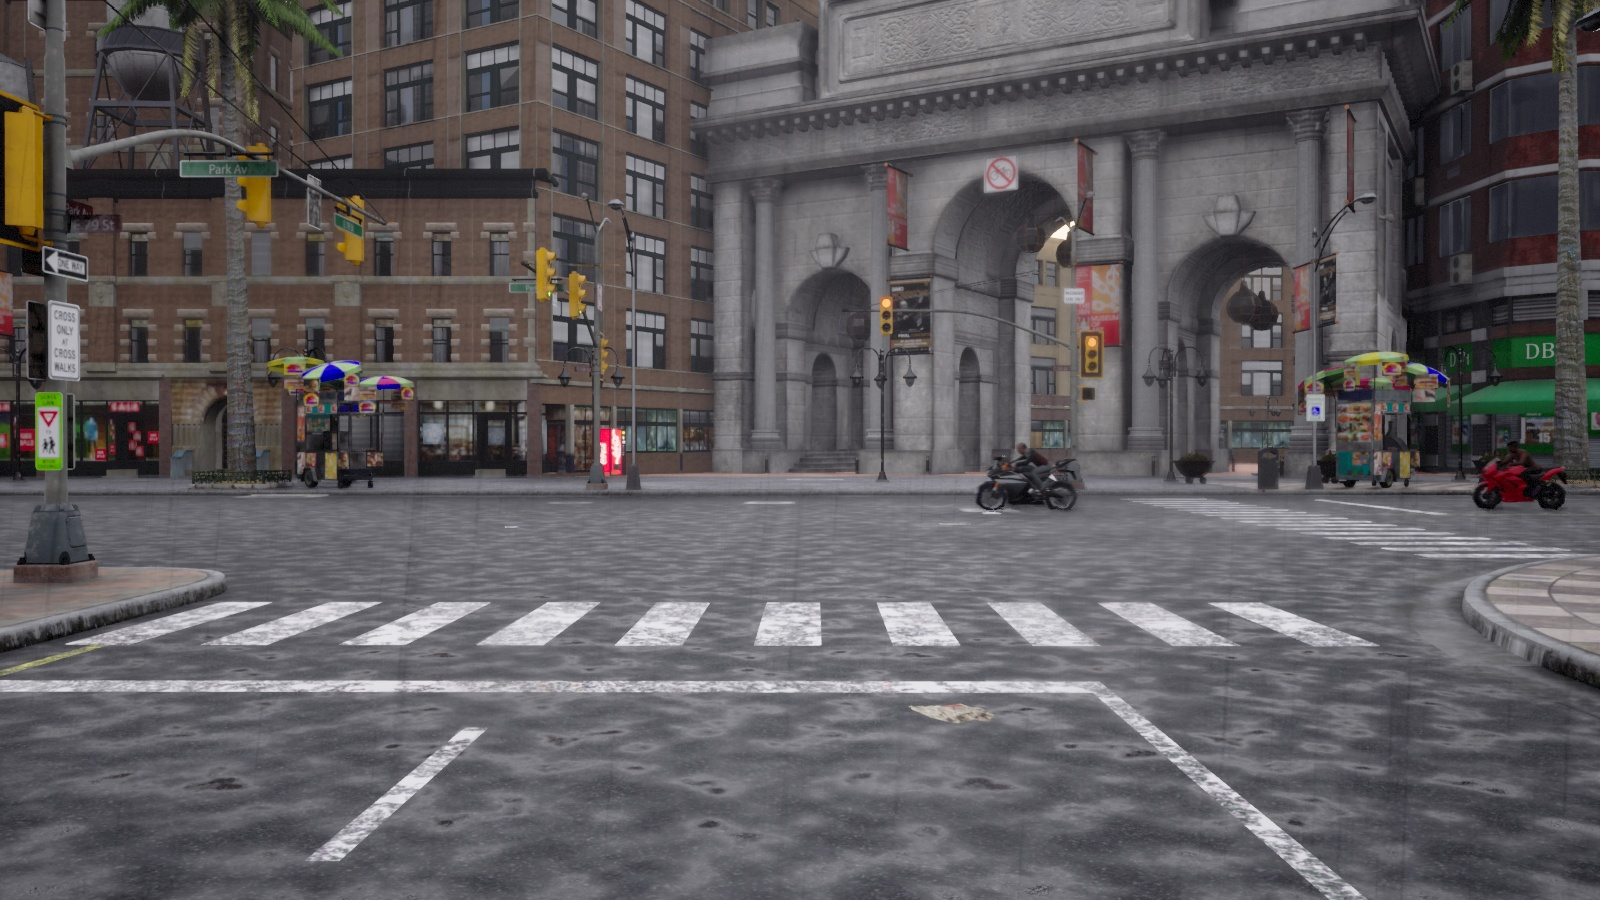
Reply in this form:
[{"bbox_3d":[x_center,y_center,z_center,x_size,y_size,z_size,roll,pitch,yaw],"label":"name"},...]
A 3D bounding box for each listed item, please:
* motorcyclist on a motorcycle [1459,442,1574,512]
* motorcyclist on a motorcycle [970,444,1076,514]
[{"bbox_3d":[15.725,0.585,27.592,2.044,1.523,0.797,0,0,1],"label":"motorcyclist on a motorcycle"},{"bbox_3d":[4.918,0.629,27.745,2.191,1.530,0.866,0,0,1],"label":"motorcyclist on a motorcycle"}]
